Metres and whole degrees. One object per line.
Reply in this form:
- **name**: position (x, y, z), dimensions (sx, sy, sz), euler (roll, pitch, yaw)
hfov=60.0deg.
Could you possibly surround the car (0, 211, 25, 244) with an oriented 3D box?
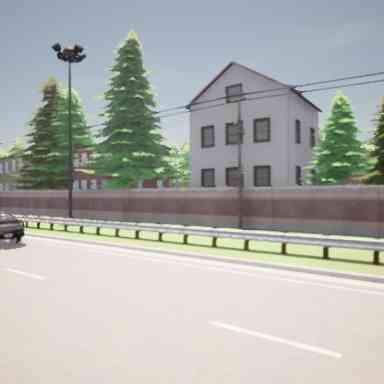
- **car**: position (-9.506, 1.592, 15.072), dimensions (4.902, 1.511, 2.128), euler (0, 0, 36)
